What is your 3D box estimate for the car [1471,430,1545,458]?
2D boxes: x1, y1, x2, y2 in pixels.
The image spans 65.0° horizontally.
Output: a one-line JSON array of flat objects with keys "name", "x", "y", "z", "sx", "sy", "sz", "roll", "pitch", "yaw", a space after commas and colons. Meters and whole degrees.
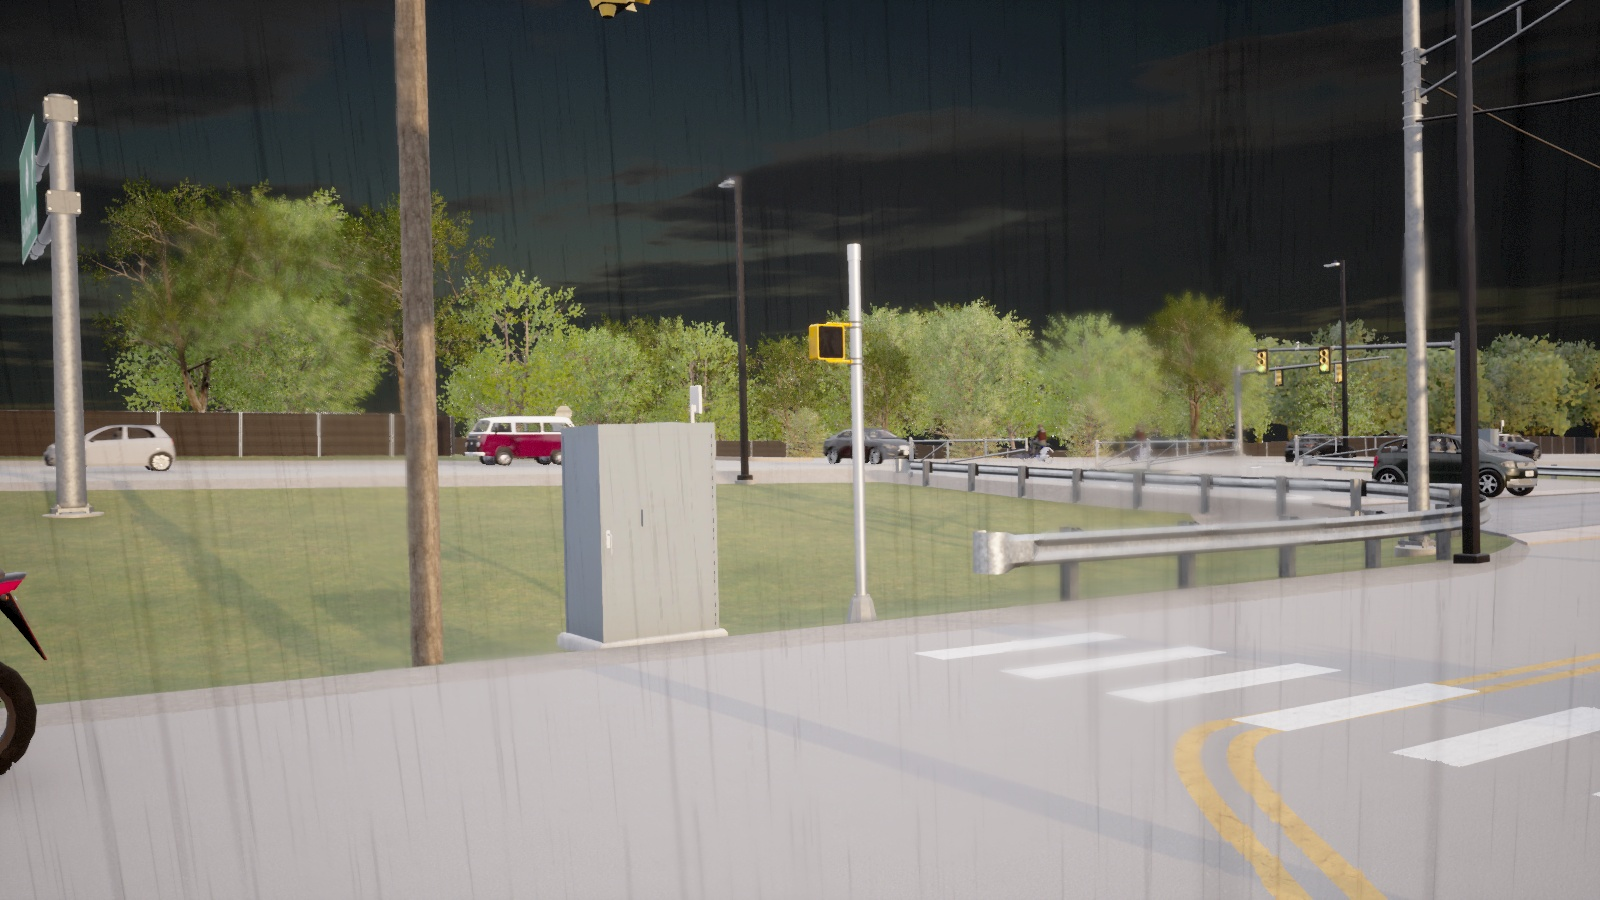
[{"name": "car", "x": 37.963, "y": -0.313, "z": 67.346, "sx": 3.806, "sy": 1.475, "sz": 1.970, "roll": 0, "pitch": 0, "yaw": -34}]

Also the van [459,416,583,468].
[{"name": "van", "x": -11.422, "y": -0.323, "z": 51.506, "sx": 4.480, "sy": 2.038, "sz": 2.069, "roll": 0, "pitch": 0, "yaw": -36}]

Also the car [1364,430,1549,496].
[{"name": "car", "x": 16.435, "y": 0.310, "z": 31.579, "sx": 1.789, "sy": 1.549, "sz": 3.705, "roll": -1, "pitch": 0, "yaw": -34}]

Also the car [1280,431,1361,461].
[{"name": "car", "x": 26.430, "y": -0.195, "z": 63.736, "sx": 4.193, "sy": 1.474, "sz": 1.816, "roll": 0, "pitch": 0, "yaw": -34}]

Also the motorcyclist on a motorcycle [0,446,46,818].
[{"name": "motorcyclist on a motorcycle", "x": -4.218, "y": 0.750, "z": 4.986, "sx": 2.044, "sy": 1.523, "sz": 0.797, "roll": 0, "pitch": 0, "yaw": -35}]

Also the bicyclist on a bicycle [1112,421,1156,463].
[{"name": "bicyclist on a bicycle", "x": 14.494, "y": -0.319, "z": 54.504, "sx": 0.659, "sy": 1.776, "sz": 1.843, "roll": 0, "pitch": -1, "yaw": -35}]

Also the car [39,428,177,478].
[{"name": "car", "x": -21.722, "y": 0.068, "z": 39.459, "sx": 3.633, "sy": 1.501, "sz": 1.845, "roll": -1, "pitch": 0, "yaw": -34}]

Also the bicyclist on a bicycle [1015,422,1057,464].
[{"name": "bicyclist on a bicycle", "x": 10.230, "y": -0.298, "z": 54.461, "sx": 0.659, "sy": 1.776, "sz": 1.843, "roll": 0, "pitch": 0, "yaw": -35}]

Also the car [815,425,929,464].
[{"name": "car", "x": 2.875, "y": -0.200, "z": 51.451, "sx": 2.128, "sy": 1.511, "sz": 4.902, "roll": 0, "pitch": 0, "yaw": -34}]
